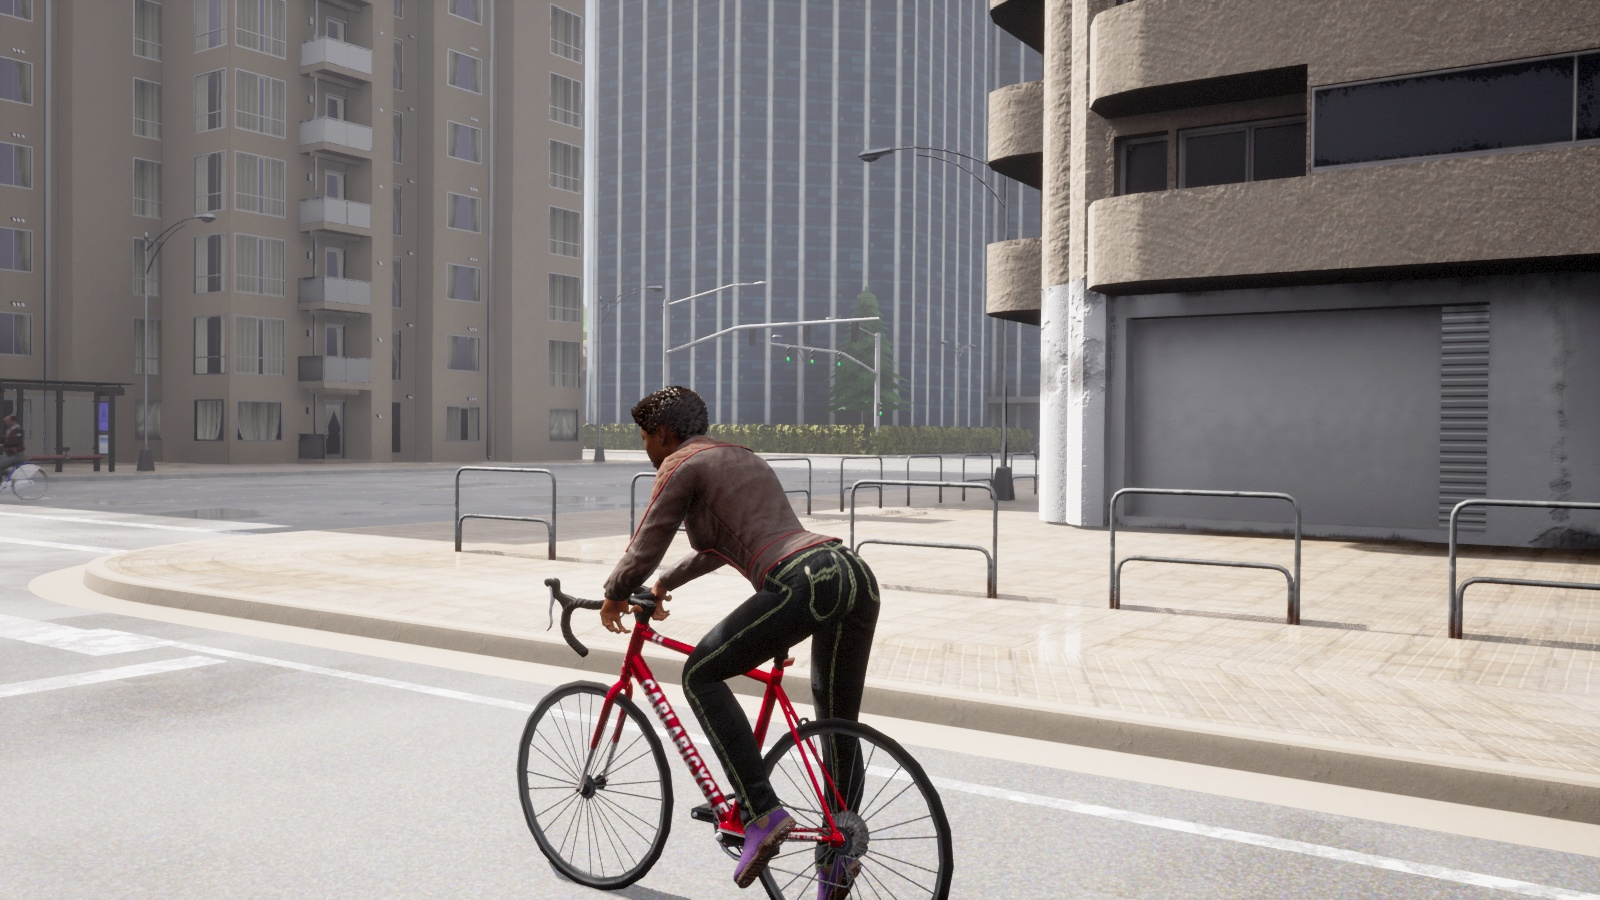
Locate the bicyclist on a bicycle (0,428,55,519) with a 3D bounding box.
[{"bbox_3d":[-15.937,0.461,24.953,0.659,1.776,1.843,0,1,31],"label":"bicyclist on a bicycle"}]

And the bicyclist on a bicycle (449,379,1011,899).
[{"bbox_3d":[-0.256,0.635,3.795,1.656,1.620,0.582,0,1,34],"label":"bicyclist on a bicycle"}]
